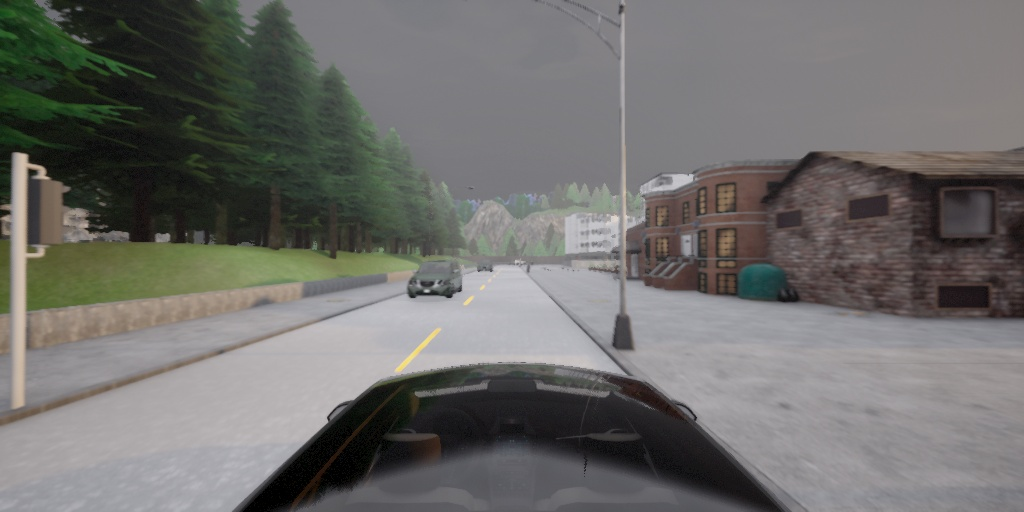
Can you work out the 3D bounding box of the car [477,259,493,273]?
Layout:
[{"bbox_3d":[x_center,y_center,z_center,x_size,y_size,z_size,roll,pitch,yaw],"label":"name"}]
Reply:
[{"bbox_3d":[-4.038,1.546,54.779,2.150,2.045,5.566,0,2,0],"label":"car"}]

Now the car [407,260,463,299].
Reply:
[{"bbox_3d":[-4.012,1.249,19.620,2.150,2.045,5.566,0,1,0],"label":"car"}]
